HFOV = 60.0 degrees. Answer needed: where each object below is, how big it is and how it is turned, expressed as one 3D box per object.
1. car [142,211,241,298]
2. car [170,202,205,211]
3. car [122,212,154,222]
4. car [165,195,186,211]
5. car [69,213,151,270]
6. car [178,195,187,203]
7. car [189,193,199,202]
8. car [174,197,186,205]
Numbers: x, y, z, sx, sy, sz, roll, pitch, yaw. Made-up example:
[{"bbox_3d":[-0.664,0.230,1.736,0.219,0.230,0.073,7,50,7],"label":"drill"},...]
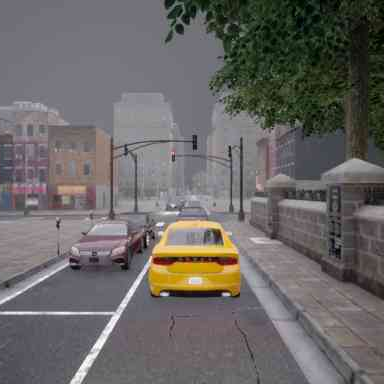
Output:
[{"bbox_3d":[0.080,1.477,8.598,1.882,1.535,5.008,0,0,0],"label":"car"},{"bbox_3d":[0.034,1.546,19.088,2.033,1.411,5.357,0,0,0],"label":"car"},{"bbox_3d":[-2.614,1.565,14.668,1.947,1.339,4.313,0,0,0],"label":"car"},{"bbox_3d":[-2.222,1.482,41.666,2.128,1.511,4.902,0,0,0],"label":"car"},{"bbox_3d":[-2.620,1.581,11.005,1.802,1.307,4.206,0,0,0],"label":"car"},{"bbox_3d":[-2.102,1.481,71.863,1.837,1.490,4.892,0,0,0],"label":"car"},{"bbox_3d":[0.395,1.508,66.876,1.812,1.442,4.674,0,0,0],"label":"car"},{"bbox_3d":[-2.175,1.586,61.662,1.895,1.301,4.718,0,0,0],"label":"car"}]
